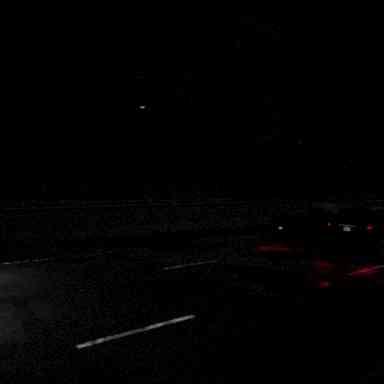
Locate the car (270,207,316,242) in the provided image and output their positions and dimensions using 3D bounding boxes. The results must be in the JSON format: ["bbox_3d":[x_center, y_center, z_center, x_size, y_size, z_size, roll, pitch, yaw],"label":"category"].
[{"bbox_3d":[6.074,1.493,16.676,5.008,1.535,1.882,0,0,-35],"label":"car"}]

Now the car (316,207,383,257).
[{"bbox_3d":[7.342,1.366,13.281,4.553,1.767,2.097,0,0,-35],"label":"car"}]
